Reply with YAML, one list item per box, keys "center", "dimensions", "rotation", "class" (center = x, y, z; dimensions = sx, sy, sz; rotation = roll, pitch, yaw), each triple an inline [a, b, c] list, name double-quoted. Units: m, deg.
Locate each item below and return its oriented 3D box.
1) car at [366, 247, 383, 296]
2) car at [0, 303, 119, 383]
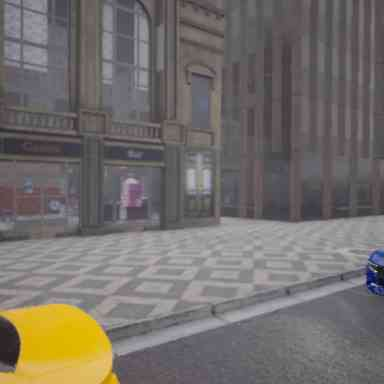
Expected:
- center: [5.828, 1.434, 7.377]
  dimensions: [5.008, 1.535, 1.882]
  rotation: [0, 1, -35]
  class: "car"
- center: [-2.802, 1.434, 1.443]
  dimensions: [5.008, 1.535, 1.882]
  rotation: [0, 1, -35]
  class: "car"
